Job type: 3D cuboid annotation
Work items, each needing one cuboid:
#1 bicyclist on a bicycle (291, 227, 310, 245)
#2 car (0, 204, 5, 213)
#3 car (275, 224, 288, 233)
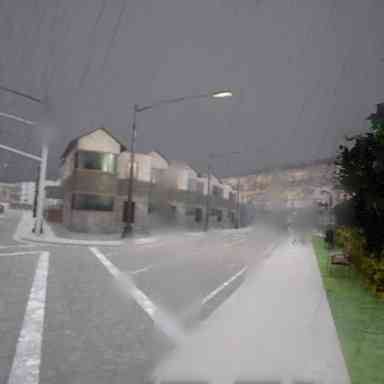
[{"bbox_3d":[9.863,3.966,30.097,1.656,1.620,0.582,2,-4,19],"label":"bicyclist on a bicycle"},{"bbox_3d":[-31.353,2.712,52.728,1.895,1.301,4.718,5,-4,-26],"label":"car"},{"bbox_3d":[16.057,6.545,59.784,1.882,1.535,5.008,1,-4,21],"label":"car"}]
